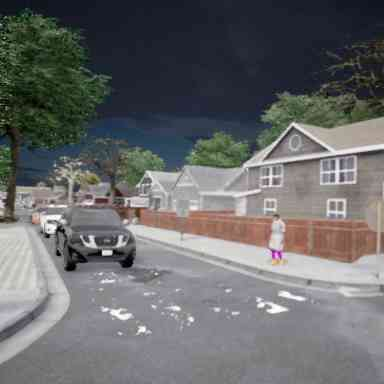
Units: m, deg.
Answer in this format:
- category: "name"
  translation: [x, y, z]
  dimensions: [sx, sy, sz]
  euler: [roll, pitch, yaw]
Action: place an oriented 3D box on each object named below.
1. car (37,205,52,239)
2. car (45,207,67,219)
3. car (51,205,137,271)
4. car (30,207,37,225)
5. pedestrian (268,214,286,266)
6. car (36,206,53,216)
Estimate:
- category: "car"
  translation: [-8.637, 1.865, 21.877]
  dimensions: [2.150, 2.045, 5.566]
  euler: [3, -3, -28]
- category: "car"
  translation: [-18.754, 2.895, 45.747]
  dimensions: [2.128, 1.511, 4.902]
  euler: [3, -3, -31]
- category: "car"
  translation: [-3.813, 1.575, 12.570]
  dimensions: [2.150, 2.045, 5.566]
  euler: [3, -3, -27]
- category: "car"
  translation: [-15.073, 2.335, 33.638]
  dimensions: [2.097, 1.767, 4.553]
  euler: [3, -3, -29]
- category: "pedestrian"
  translation: [3.055, 1.651, 11.798]
  dimensions: [0.375, 1.860, 0.375]
  euler: [2, -2, -27]
- category: "car"
  translation: [-24.149, 3.152, 54.497]
  dimensions: [1.812, 1.442, 4.674]
  euler: [3, -3, -32]
